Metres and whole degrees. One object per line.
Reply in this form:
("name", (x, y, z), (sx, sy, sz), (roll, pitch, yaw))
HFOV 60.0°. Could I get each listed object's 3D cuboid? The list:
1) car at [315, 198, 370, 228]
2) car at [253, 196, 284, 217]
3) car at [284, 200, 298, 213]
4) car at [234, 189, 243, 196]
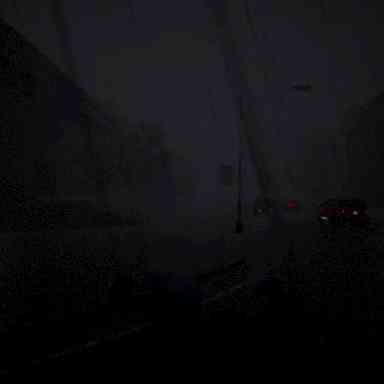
("car", (10.672, 1.434, 23.981), (2.150, 2.045, 5.566), (0, 0, 4))
("car", (7.742, 1.456, 34.808), (2.150, 2.045, 5.566), (0, 0, 4))
("car", (11.915, 1.692, 41.602), (2.128, 1.511, 4.902), (0, 1, 4))
("car", (10.767, 0.084, 76.917), (1.895, 1.301, 4.718), (0, 4, 4))
